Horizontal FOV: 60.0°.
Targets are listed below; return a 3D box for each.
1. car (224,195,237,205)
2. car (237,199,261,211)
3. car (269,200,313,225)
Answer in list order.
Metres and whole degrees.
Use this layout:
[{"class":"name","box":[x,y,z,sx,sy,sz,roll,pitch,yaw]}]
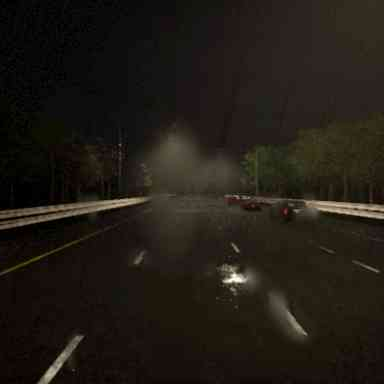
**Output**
[{"class":"car","box":[7.091,1.579,58.031,1.812,1.442,4.674,0,0,0]},{"class":"car","box":[7.030,1.593,40.160,1.994,1.385,4.181,0,0,0]},{"class":"car","box":[7.001,1.360,24.034,2.097,1.767,4.553,0,0,0]}]
